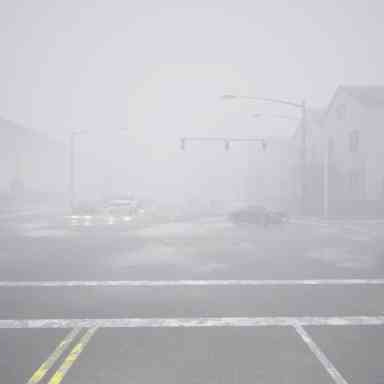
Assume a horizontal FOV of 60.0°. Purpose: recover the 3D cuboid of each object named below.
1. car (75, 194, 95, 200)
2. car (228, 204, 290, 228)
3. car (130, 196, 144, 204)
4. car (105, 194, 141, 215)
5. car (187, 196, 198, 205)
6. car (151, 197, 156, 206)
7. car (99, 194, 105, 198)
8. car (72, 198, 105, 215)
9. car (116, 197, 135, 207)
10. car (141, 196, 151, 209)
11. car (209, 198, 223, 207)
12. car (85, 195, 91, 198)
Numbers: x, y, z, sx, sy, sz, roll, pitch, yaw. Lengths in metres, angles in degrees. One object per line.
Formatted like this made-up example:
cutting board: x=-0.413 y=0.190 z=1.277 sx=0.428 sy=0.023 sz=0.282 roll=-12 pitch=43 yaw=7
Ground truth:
car: x=-28.890 y=1.452 z=89.760 sx=2.038 sy=1.542 sz=4.974 roll=0 pitch=0 yaw=29
car: x=4.418 y=1.535 z=22.359 sx=1.812 sy=1.442 sz=4.674 roll=-1 pitch=1 yaw=-33
car: x=-10.488 y=1.525 z=63.248 sx=1.812 sy=1.442 sz=4.674 roll=0 pitch=0 yaw=1
car: x=-7.070 y=1.221 z=34.691 sx=2.150 sy=2.045 sz=5.566 roll=0 pitch=0 yaw=0
car: x=0.052 y=1.491 z=58.646 sx=2.128 sy=1.511 sz=4.902 roll=0 pitch=0 yaw=0
car: x=-7.040 y=1.477 z=54.631 sx=1.882 sy=1.535 sz=5.008 roll=0 pitch=0 yaw=0
car: x=-10.562 y=1.221 z=42.921 sx=2.150 sy=2.045 sz=5.566 roll=0 pitch=0 yaw=0
car: x=-10.570 y=1.564 z=33.662 sx=1.994 sy=1.385 sz=4.181 roll=0 pitch=0 yaw=0
car: x=-10.549 y=1.547 z=53.166 sx=2.033 sy=1.411 sz=5.357 roll=0 pitch=0 yaw=0
car: x=-7.060 y=1.505 z=44.243 sx=1.837 sy=1.490 sz=4.892 roll=0 pitch=0 yaw=0
car: x=3.636 y=1.600 z=50.577 sx=1.895 sy=1.301 sz=4.718 roll=0 pitch=0 yaw=0
car: x=-28.105 y=1.452 z=84.393 sx=2.038 sy=1.542 sz=4.974 roll=0 pitch=0 yaw=-36
